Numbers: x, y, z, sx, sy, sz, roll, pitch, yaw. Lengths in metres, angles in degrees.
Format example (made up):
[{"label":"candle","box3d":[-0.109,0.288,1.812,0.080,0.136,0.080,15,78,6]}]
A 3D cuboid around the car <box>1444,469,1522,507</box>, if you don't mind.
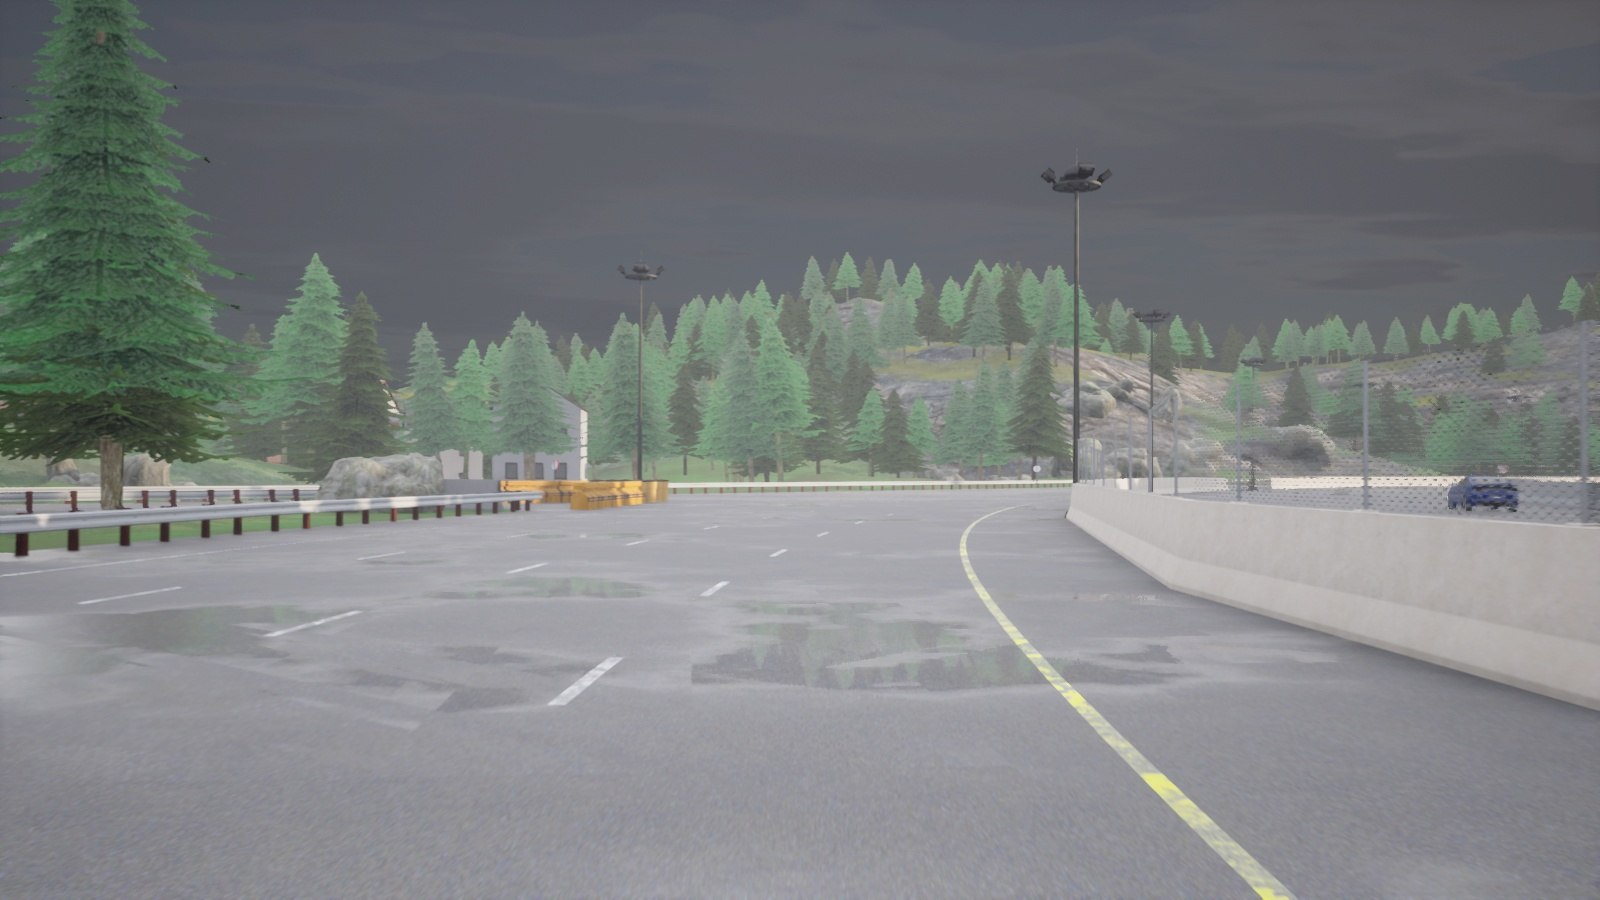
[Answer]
[{"label":"car","box3d":[28.806,1.568,53.112,1.882,1.535,5.008,-1,-1,17]}]
